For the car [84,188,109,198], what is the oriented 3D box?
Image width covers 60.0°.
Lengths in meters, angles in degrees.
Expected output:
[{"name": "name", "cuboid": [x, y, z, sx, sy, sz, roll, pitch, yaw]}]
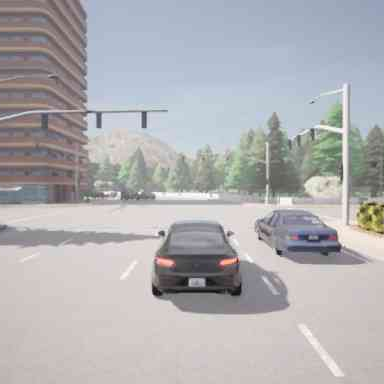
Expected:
[{"name": "car", "cuboid": [-20.003, 0.269, 67.845, 5.566, 2.045, 2.150, 1, 1, 41]}]

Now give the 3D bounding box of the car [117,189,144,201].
[{"name": "car", "cuboid": [-10.242, 0.448, 54.955, 2.150, 2.045, 5.566, 0, 1, -25]}]

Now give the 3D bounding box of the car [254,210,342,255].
[{"name": "car", "cuboid": [3.647, 1.370, 12.413, 2.033, 1.411, 5.357, 0, 1, 1]}]

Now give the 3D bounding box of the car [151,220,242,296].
[{"name": "car", "cuboid": [0.104, 1.408, 8.202, 1.812, 1.442, 4.674, 0, 1, 0]}]

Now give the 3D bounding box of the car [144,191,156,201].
[{"name": "car", "cuboid": [-7.738, 0.690, 57.766, 1.837, 1.490, 4.892, 0, 0, -27]}]

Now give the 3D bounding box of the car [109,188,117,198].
[{"name": "car", "cuboid": [-18.168, 0.226, 70.869, 5.566, 2.045, 2.150, 1, 1, 38]}]
